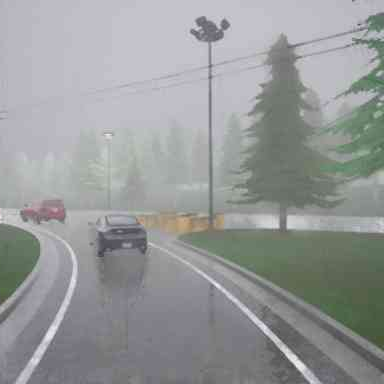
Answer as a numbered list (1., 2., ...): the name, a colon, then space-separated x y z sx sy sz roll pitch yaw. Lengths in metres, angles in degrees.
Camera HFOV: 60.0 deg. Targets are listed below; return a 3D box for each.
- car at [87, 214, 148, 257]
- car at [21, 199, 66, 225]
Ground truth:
1. car: -3.215 1.673 13.998 1.837 1.490 4.892 0 -1 -22
2. car: -12.560 1.606 28.023 2.150 2.045 5.566 0 -1 -43
